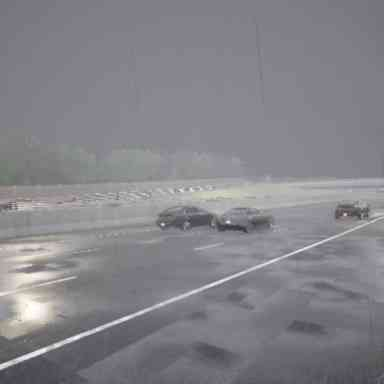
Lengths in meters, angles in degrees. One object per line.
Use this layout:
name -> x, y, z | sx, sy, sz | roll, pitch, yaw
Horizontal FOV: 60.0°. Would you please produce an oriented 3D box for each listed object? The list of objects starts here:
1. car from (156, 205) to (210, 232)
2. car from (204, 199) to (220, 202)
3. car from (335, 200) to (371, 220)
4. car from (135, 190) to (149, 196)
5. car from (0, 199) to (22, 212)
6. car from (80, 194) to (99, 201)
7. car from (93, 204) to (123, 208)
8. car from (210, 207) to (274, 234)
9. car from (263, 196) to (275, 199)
car -> -0.175, 1.610, 21.163 | 1.837, 1.490, 4.892 | -1, 0, 38
car -> 2.875, 1.664, 47.922 | 1.994, 1.385, 4.181 | -1, 0, 38
car -> 12.846, 1.374, 26.510 | 1.837, 1.490, 4.892 | -1, 0, 38
car -> -10.952, 0.294, 71.379 | 1.837, 1.490, 4.892 | -1, 3, 26
car -> -23.367, 1.678, 42.523 | 1.882, 1.535, 5.008 | -1, 1, 21
car -> -17.507, 1.158, 57.116 | 2.128, 1.511, 4.902 | -1, 2, 24
car -> -8.665, 1.867, 33.307 | 2.033, 1.411, 5.357 | -1, 0, 38
car -> 3.245, 1.601, 19.844 | 1.994, 1.385, 4.181 | -1, 0, 38
car -> 14.633, 1.468, 62.837 | 1.994, 1.385, 4.181 | -1, 0, 38
